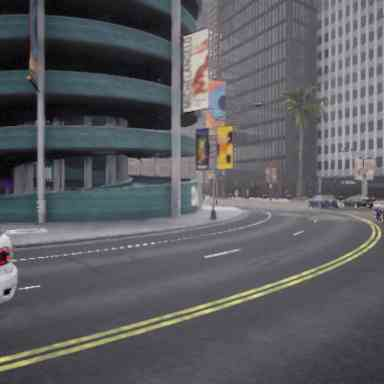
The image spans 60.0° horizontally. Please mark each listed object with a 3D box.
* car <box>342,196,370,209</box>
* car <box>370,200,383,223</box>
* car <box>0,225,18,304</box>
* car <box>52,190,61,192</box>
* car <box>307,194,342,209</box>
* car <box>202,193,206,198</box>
[{"bbox_3d":[19.796,1.273,40.064,1.837,1.490,4.892,0,0,-3],"label":"car"},{"bbox_3d":[14.312,1.464,23.664,1.895,1.301,4.718,0,0,20],"label":"car"},{"bbox_3d":[-5.522,1.192,4.550,5.566,2.045,2.150,0,1,-34],"label":"car"},{"bbox_3d":[-23.414,0.678,58.576,2.435,2.045,5.566,0,0,-33],"label":"car"},{"bbox_3d":[16.152,1.112,41.364,2.097,1.767,4.553,0,0,-5],"label":"car"},{"bbox_3d":[1.638,0.987,84.014,2.231,1.521,4.892,0,0,-33],"label":"car"}]
